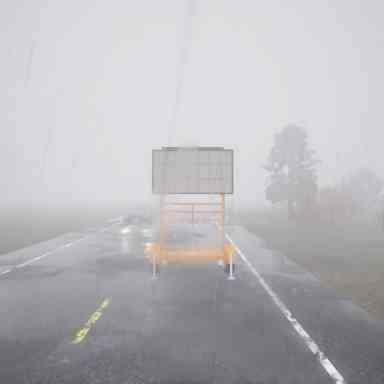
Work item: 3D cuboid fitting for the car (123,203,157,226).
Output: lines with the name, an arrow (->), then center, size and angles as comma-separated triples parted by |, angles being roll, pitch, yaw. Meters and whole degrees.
car -> -3.550, 1.531, 23.404 | 1.812, 1.442, 4.674 | 0, 0, 0

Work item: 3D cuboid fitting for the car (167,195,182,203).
car -> -3.372, 1.529, 59.376 | 2.128, 1.511, 4.902 | 0, 0, 0

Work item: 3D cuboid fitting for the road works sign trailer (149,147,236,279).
road works sign trailer -> 0.021, 0.465, 9.974 | 2.380, 3.560, 2.880 | 0, 0, 0
